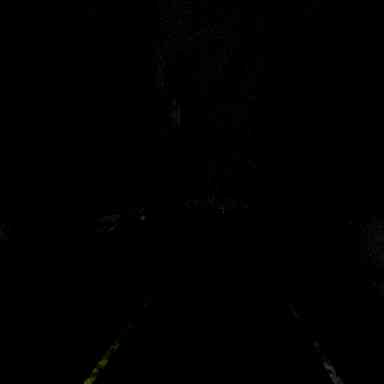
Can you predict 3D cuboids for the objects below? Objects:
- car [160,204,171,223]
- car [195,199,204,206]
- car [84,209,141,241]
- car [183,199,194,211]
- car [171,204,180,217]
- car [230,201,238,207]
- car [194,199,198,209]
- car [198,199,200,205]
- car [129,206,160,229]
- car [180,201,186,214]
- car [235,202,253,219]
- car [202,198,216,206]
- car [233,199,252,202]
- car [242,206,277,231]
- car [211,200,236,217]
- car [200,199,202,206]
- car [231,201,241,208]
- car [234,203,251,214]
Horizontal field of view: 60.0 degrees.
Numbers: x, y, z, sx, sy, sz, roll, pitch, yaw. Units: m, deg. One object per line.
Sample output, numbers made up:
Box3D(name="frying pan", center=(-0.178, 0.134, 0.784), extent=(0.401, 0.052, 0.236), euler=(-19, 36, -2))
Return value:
Box3D(name="car", center=(-3.268, 1.950, 29.173), extent=(1.802, 1.307, 4.206), euler=(0, -1, 5))
Box3D(name="car", center=(1.970, 2.662, 85.320), extent=(1.967, 1.590, 4.097), euler=(0, -1, 5))
Box3D(name="car", center=(-4.316, 1.796, 17.944), extent=(1.802, 1.307, 4.206), euler=(0, -1, 5))
Box3D(name="car", center=(-1.173, 2.239, 51.631), extent=(1.887, 1.381, 4.507), euler=(0, -1, 5))
Box3D(name="car", center=(-2.760, 1.971, 34.618), extent=(1.752, 1.417, 4.829), euler=(0, -1, 5))
Box3D(name="car", center=(9.933, 2.729, 78.898), extent=(1.802, 1.307, 4.206), euler=(0, -1, 5))
Box3D(name="car", center=(-0.648, 2.092, 57.249), extent=(2.192, 1.841, 5.009), euler=(0, -1, 5))
Box3D(name="car", center=(-0.125, 2.425, 62.861), extent=(1.947, 1.339, 4.313), euler=(0, -1, 5))
Box3D(name="car", center=(-3.791, 1.730, 23.559), extent=(1.967, 1.590, 4.097), euler=(0, -1, 5))
Box3D(name="car", center=(-2.221, 2.095, 40.402), extent=(1.947, 1.339, 4.313), euler=(0, -1, 5))
Box3D(name="car", center=(5.743, 2.012, 33.989), extent=(1.887, 1.381, 4.507), euler=(0, -1, 5))
Box3D(name="car", center=(3.864, 2.394, 74.860), extent=(1.882, 1.535, 5.008), euler=(0, -1, 5))
Box3D(name="car", center=(6.268, 1.864, 39.607), extent=(2.192, 1.841, 5.009), euler=(0, -1, 5))
Box3D(name="car", center=(4.696, 1.876, 22.761), extent=(1.947, 1.339, 4.313), euler=(0, -1, 5))
Box3D(name="car", center=(3.550, 2.009, 38.113), extent=(2.128, 1.511, 4.902), euler=(0, -1, 5))
Box3D(name="car", center=(0.399, 2.526, 68.474), extent=(1.802, 1.307, 4.206), euler=(0, -1, 5))
Box3D(name="car", center=(8.902, 2.492, 67.841), extent=(1.752, 1.417, 4.829), euler=(0, -1, 5))
Box3D(name="car", center=(6.791, 2.197, 45.216), extent=(1.947, 1.339, 4.313), euler=(0, -1, 5))
